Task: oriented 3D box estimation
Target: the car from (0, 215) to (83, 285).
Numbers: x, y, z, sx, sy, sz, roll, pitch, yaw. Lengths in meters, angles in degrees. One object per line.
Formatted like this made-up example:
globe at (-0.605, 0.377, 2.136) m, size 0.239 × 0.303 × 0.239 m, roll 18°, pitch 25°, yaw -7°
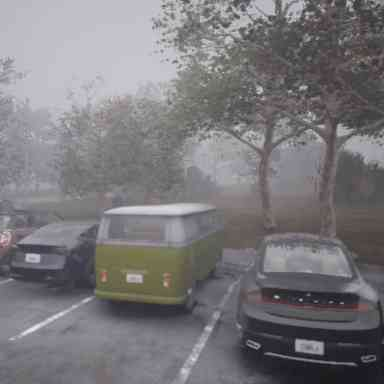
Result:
car at (-2.827, 1.518, 9.487) m, size 2.163 × 1.488 × 4.792 m, roll 0°, pitch -1°, yaw 16°

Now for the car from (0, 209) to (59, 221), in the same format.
car at (-5.236, 1.365, 11.144) m, size 2.185 × 1.767 × 4.553 m, roll 0°, pitch -1°, yaw 16°

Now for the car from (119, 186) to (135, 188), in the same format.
car at (-11.826, -0.720, 57.672) m, size 1.882 × 1.535 × 5.008 m, roll 1°, pitch 4°, yaw 38°

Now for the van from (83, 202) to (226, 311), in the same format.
van at (-0.413, 1.263, 7.861) m, size 1.878 × 1.987 × 4.442 m, roll 0°, pitch -1°, yaw 16°

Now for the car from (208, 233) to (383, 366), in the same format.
car at (1.952, 1.487, 6.028) m, size 2.231 × 1.521 × 4.892 m, roll 0°, pitch -1°, yaw 16°
